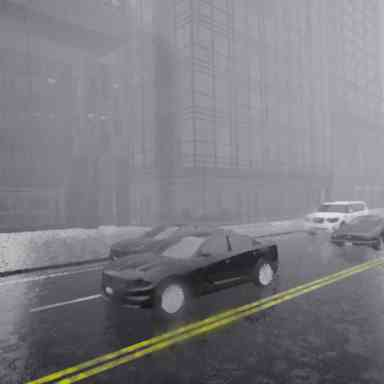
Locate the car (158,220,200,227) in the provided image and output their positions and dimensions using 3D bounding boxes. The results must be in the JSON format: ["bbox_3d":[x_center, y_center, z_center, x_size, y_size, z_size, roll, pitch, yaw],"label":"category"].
[{"bbox_3d":[-0.533,1.841,12.057,5.008,1.535,1.882,0,-2,-42],"label":"car"}]

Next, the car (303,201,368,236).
[{"bbox_3d":[9.162,1.610,20.736,5.566,2.045,2.150,0,-2,-42],"label":"car"}]

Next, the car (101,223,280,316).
[{"bbox_3d":[0.200,1.720,8.356,5.008,1.535,1.882,0,-2,-42],"label":"car"}]

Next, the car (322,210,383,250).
[{"bbox_3d":[8.612,1.811,15.878,5.357,1.411,2.033,0,-2,-42],"label":"car"}]
